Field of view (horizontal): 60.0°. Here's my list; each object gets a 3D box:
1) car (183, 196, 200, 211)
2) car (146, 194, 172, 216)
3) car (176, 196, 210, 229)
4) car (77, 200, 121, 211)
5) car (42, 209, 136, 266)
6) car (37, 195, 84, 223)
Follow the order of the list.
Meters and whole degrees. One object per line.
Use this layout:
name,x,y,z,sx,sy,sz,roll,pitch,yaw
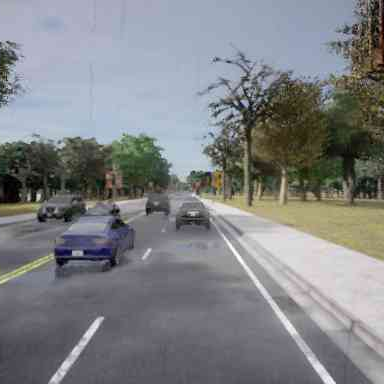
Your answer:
car,-0.075,1.378,42.456,2.097,1.767,4.553,0,0,0
car,-3.269,1.239,32.944,2.150,2.045,5.566,0,0,-1
car,0.049,1.361,21.834,2.097,1.767,4.553,0,0,0
car,-6.663,1.503,25.309,2.128,1.511,4.902,0,0,0
car,-3.166,1.530,11.497,1.812,1.442,4.674,0,0,0
car,-9.916,1.234,25.866,2.150,2.045,5.566,0,0,0
